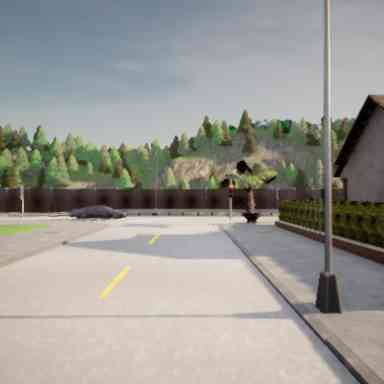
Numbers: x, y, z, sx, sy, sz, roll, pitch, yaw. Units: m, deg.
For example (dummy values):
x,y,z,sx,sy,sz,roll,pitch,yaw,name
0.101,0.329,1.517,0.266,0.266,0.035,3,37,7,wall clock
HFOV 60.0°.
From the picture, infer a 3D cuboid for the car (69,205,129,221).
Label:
x,y,z,sx,sy,sz,roll,pitch,yaw,name
-8.839,1.979,31.818,5.357,1.411,2.033,0,-1,0,car
